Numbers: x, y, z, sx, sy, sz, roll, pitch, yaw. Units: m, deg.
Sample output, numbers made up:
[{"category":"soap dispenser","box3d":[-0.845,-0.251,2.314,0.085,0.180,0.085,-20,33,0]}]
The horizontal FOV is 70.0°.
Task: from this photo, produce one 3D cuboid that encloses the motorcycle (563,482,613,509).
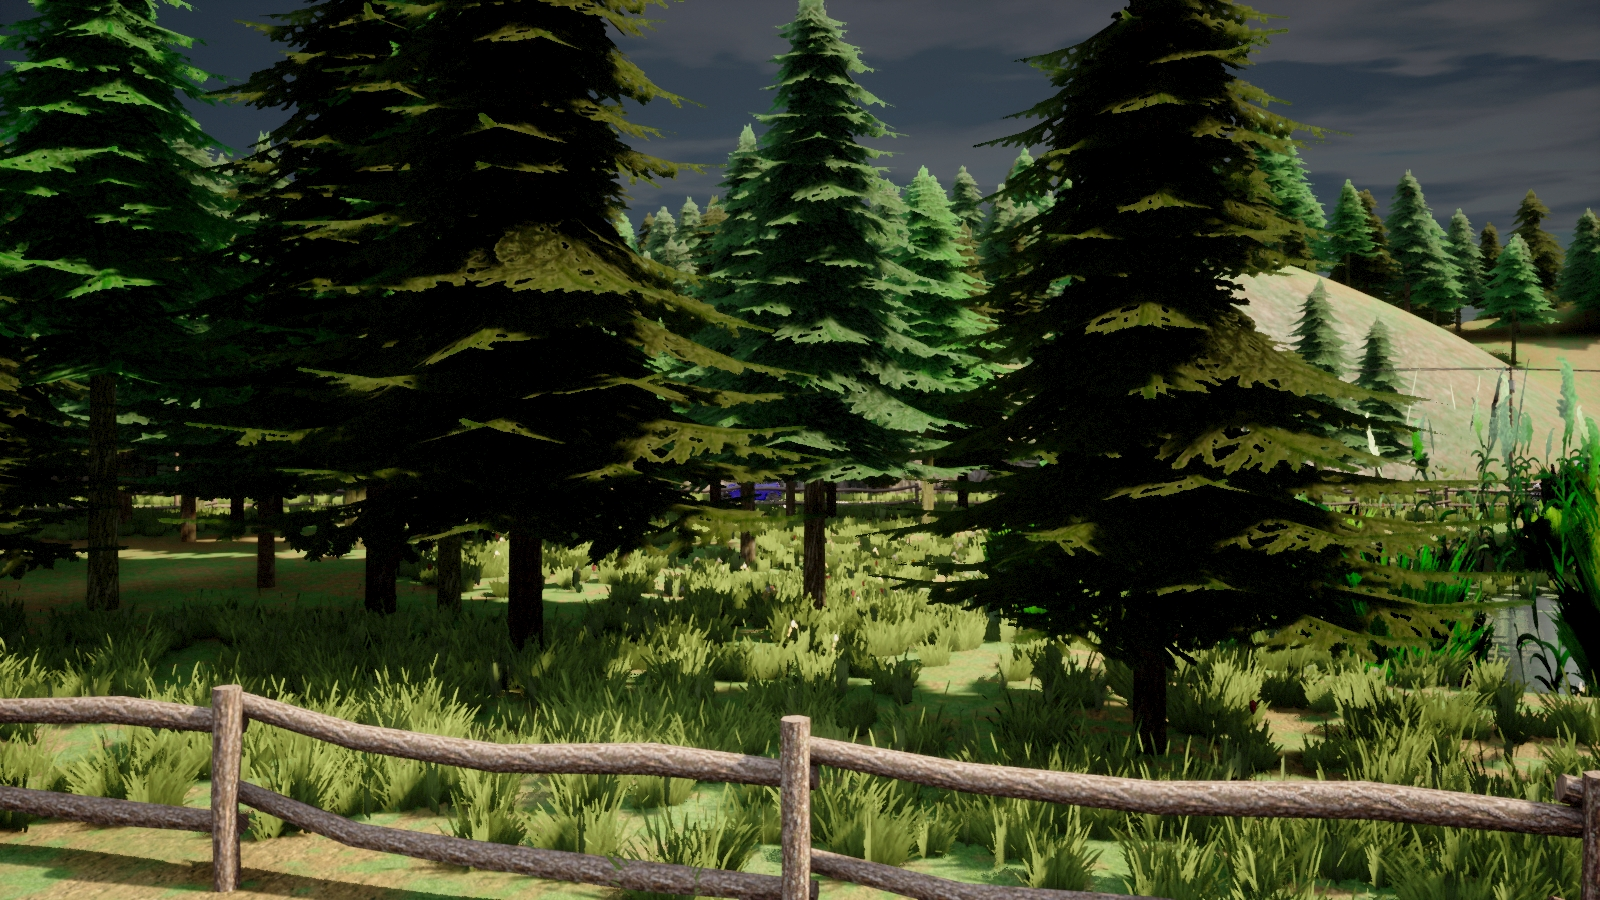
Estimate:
[{"category":"motorcycle","box3d":[-10.104,2.178,54.531,2.209,1.251,0.867,0,0,14]}]
